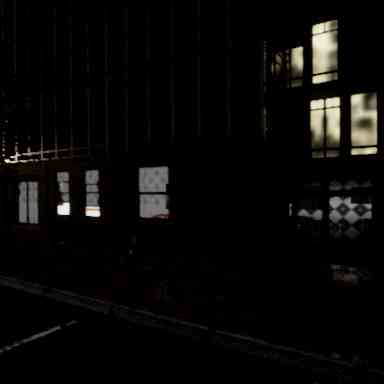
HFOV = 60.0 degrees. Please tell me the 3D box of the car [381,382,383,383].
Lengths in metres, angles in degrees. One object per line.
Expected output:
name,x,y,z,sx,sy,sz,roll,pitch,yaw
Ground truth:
car,2.744,1.550,1.128,4.206,1.307,1.802,0,1,33
